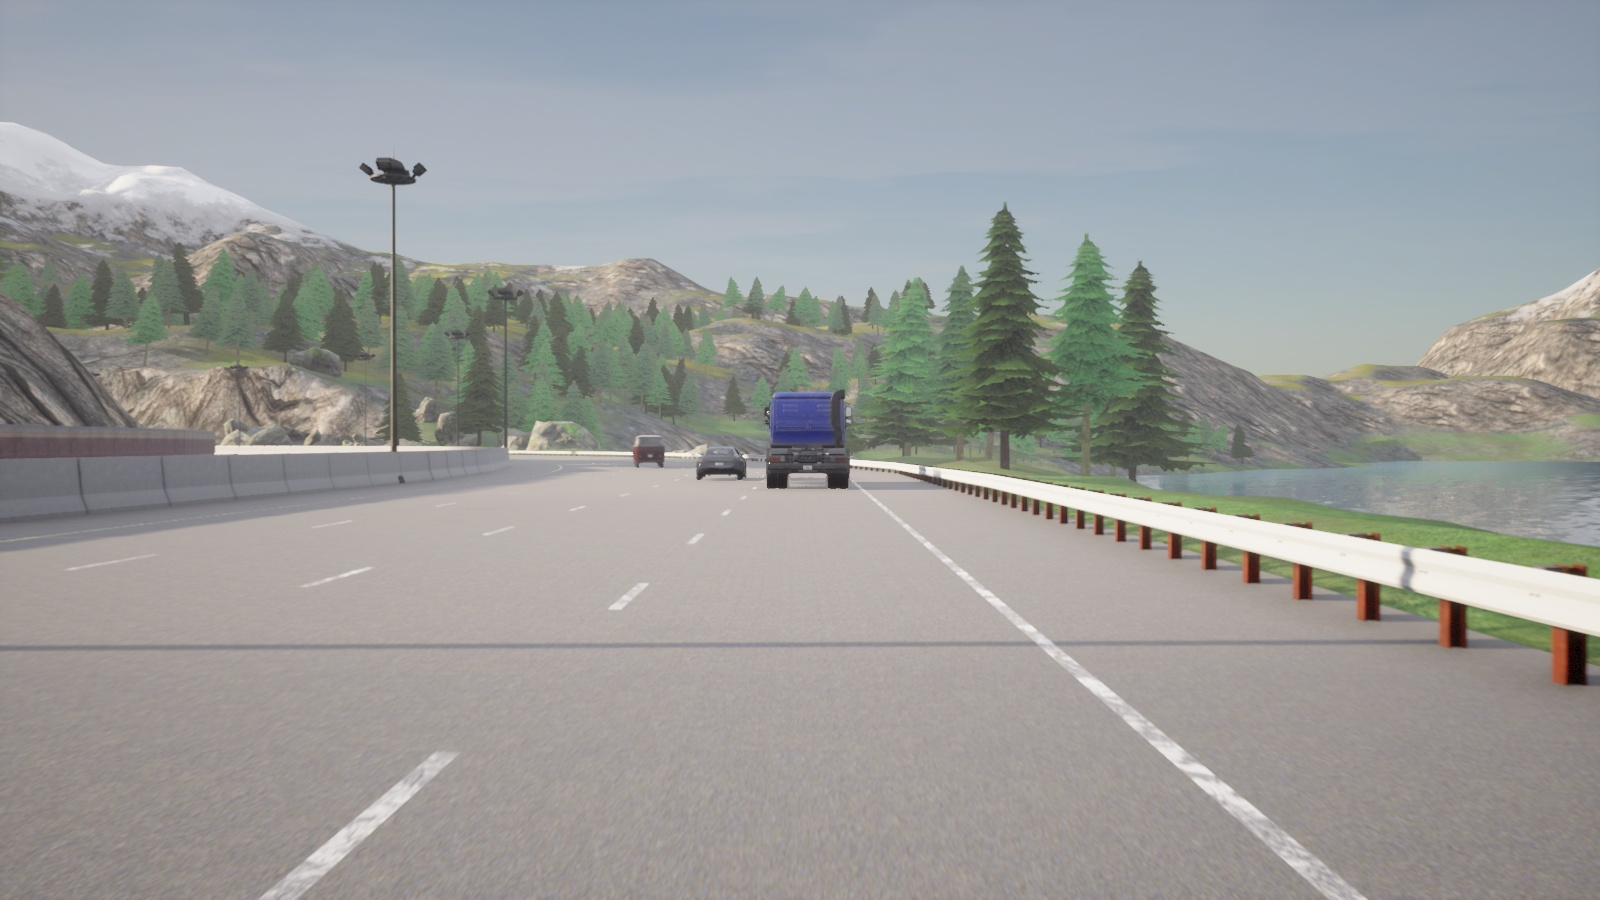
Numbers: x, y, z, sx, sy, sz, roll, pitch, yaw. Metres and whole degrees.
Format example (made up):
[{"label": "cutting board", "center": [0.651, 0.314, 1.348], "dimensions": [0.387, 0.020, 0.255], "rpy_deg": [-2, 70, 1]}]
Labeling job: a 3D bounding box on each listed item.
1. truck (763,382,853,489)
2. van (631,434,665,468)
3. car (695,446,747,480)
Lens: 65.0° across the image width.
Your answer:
[{"label": "truck", "center": [0.270, -0.485, 44.366], "dimensions": [2.891, 3.462, 7.936], "rpy_deg": [0, 0, 0]}, {"label": "van", "center": [-9.369, 0.056, 77.224], "dimensions": [1.775, 1.987, 4.442], "rpy_deg": [0, 0, -10]}, {"label": "car", "center": [-3.279, 0.511, 52.656], "dimensions": [1.994, 1.385, 4.181], "rpy_deg": [0, 0, -1]}]
